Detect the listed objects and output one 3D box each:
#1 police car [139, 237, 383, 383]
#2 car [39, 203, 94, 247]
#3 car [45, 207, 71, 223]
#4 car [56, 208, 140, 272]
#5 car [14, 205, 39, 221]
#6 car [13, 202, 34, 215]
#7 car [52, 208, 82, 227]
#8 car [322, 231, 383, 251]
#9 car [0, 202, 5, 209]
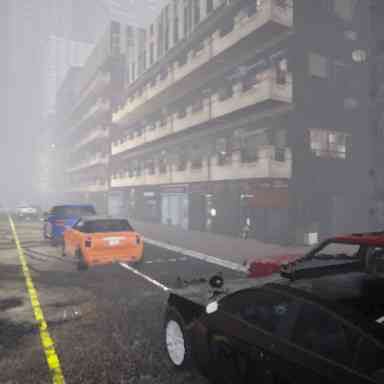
[{"bbox_3d":[1.297,1.532,3.603,1.930,1.638,5.238,1,-2,-29],"label":"police car"},{"bbox_3d":[-6.444,1.614,17.509,2.150,2.045,5.566,1,-2,-29],"label":"car"},{"bbox_3d":[-13.733,2.306,33.999,1.947,1.339,4.313,0,-1,-29],"label":"car"},{"bbox_3d":[-3.464,1.633,12.231,2.097,1.767,4.553,1,-2,-29],"label":"car"},{"bbox_3d":[-17.204,2.332,34.719,1.895,1.301,4.718,1,-2,-29],"label":"car"},{"bbox_3d":[-22.165,2.435,43.469,1.812,1.442,4.674,1,-2,-29],"label":"car"},{"bbox_3d":[-11.060,2.170,29.272,1.752,1.417,4.829,0,-1,-29],"label":"car"},{"bbox_3d":[2.809,1.462,4.750,2.192,1.841,5.009,0,-1,-29],"label":"car"},{"bbox_3d":[-41.113,2.948,70.880,1.837,1.490,4.892,1,-2,-29],"label":"car"}]
